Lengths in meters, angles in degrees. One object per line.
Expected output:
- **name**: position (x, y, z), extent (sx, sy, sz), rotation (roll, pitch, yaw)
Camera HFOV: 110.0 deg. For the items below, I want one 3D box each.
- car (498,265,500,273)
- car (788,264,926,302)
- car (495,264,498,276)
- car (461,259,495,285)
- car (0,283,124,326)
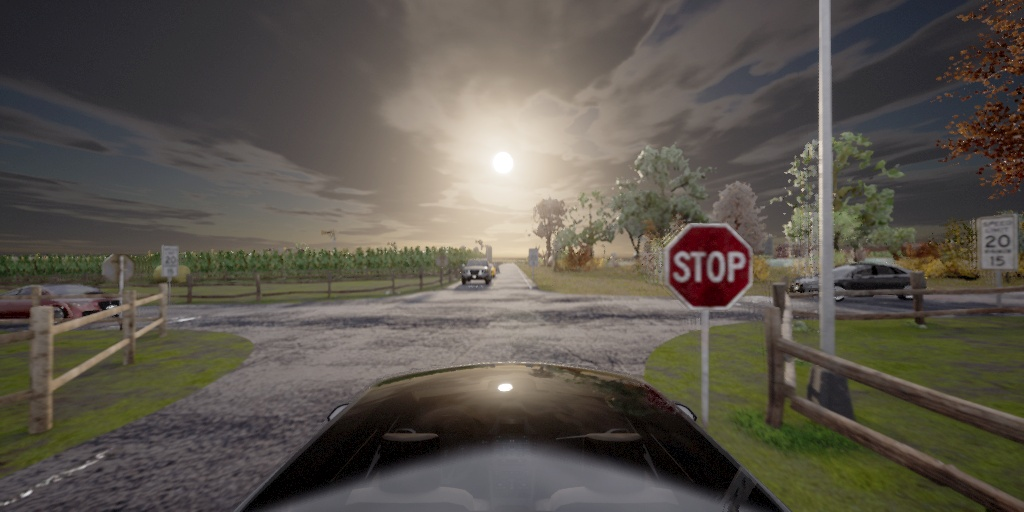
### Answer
- **car**: position (-2.905, 1.873, 54.821), extent (1.994, 1.385, 4.181), rotation (0, 0, 0)
- **car**: position (14.715, 1.100, 15.461), extent (4.892, 1.490, 1.837), rotation (-1, 0, 1)
- **car**: position (-2.901, 1.637, 41.237), extent (1.882, 1.535, 5.008), rotation (0, -1, 0)
- **car**: position (-2.884, 1.262, 30.125), extent (2.150, 2.045, 5.566), rotation (0, -1, 0)
- **car**: position (-16.484, 1.709, 13.066), extent (4.181, 1.385, 1.994), rotation (-1, 0, 3)
